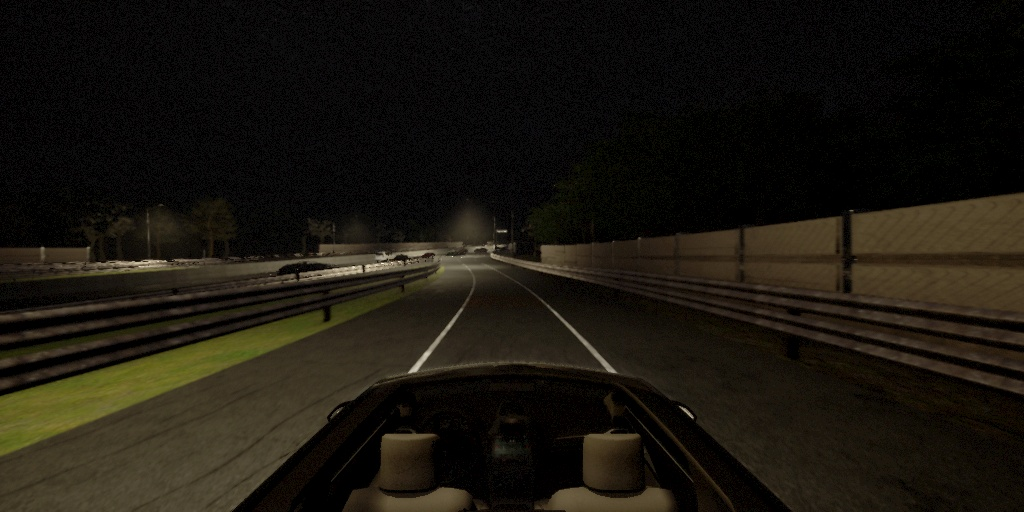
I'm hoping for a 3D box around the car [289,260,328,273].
[{"bbox_3d":[-28.715,1.414,50.752,2.128,1.511,4.902,0,3,11],"label":"car"}]

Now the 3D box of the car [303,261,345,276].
[{"bbox_3d":[-22.817,1.651,44.417,2.128,1.511,4.902,0,3,11],"label":"car"}]

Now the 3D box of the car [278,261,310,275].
[{"bbox_3d":[-26.415,1.685,44.248,1.837,1.490,4.892,0,3,11],"label":"car"}]
